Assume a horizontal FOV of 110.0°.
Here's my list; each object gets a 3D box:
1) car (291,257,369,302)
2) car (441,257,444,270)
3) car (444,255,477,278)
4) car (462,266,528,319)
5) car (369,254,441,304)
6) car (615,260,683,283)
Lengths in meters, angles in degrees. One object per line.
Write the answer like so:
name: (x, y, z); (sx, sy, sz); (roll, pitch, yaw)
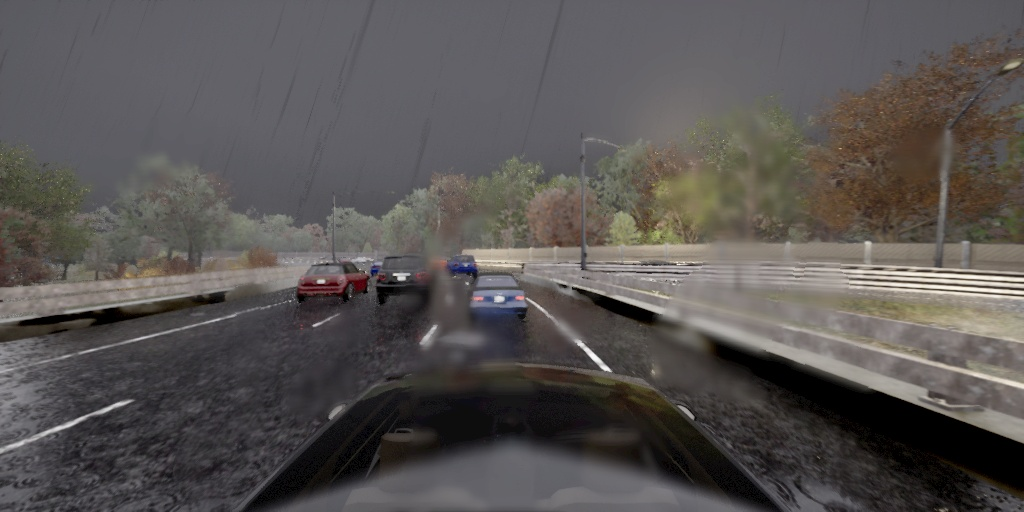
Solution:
car: (-8.291, 1.087, 17.147); (2.097, 1.767, 4.553); (0, 0, -8)
car: (-9.494, 0.952, 48.138); (2.097, 1.767, 4.553); (0, 0, -35)
car: (-4.623, 0.897, 32.827); (2.150, 2.045, 5.566); (0, 0, -16)
car: (-0.623, 1.269, 12.708); (2.033, 1.411, 5.357); (0, 0, -6)
car: (-4.649, 0.946, 16.511); (2.150, 2.045, 5.566); (0, 0, -8)
car: (10.168, 1.093, 27.037); (4.892, 1.490, 1.837); (-2, -1, 38)
